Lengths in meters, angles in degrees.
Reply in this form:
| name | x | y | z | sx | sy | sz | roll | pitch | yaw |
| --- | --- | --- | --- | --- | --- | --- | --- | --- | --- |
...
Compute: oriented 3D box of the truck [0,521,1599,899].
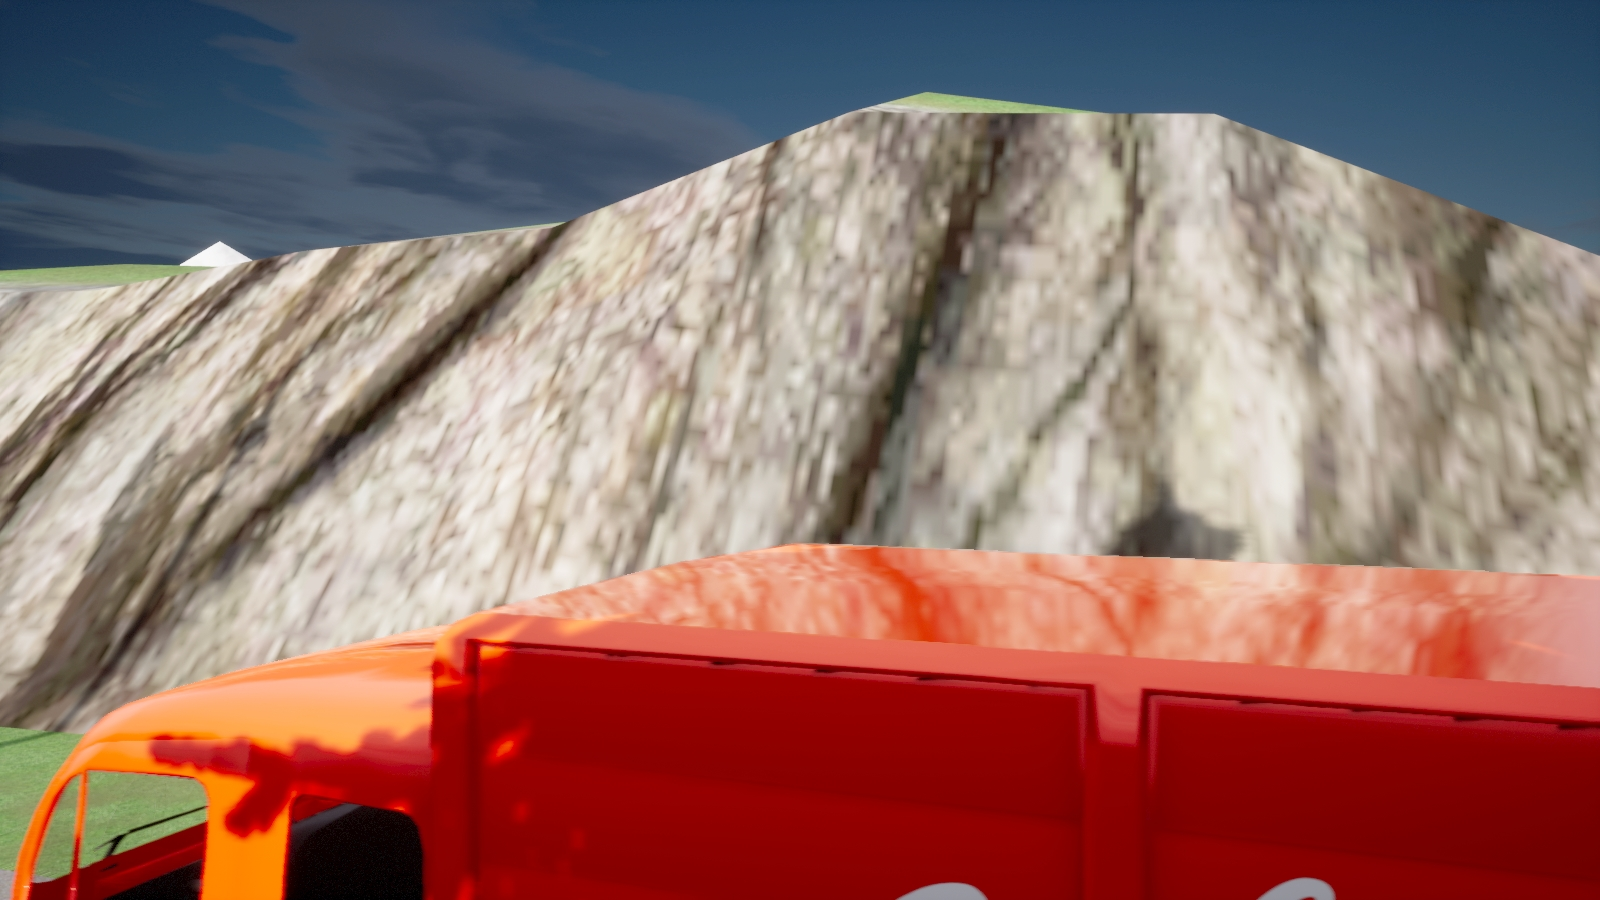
| name | x | y | z | sx | sy | sz | roll | pitch | yaw |
| --- | --- | --- | --- | --- | --- | --- | --- | --- | --- |
| truck | 0.300 | 1.564 | 3.167 | 5.204 | 2.467 | 2.627 | 0 | 0 | 21 |
